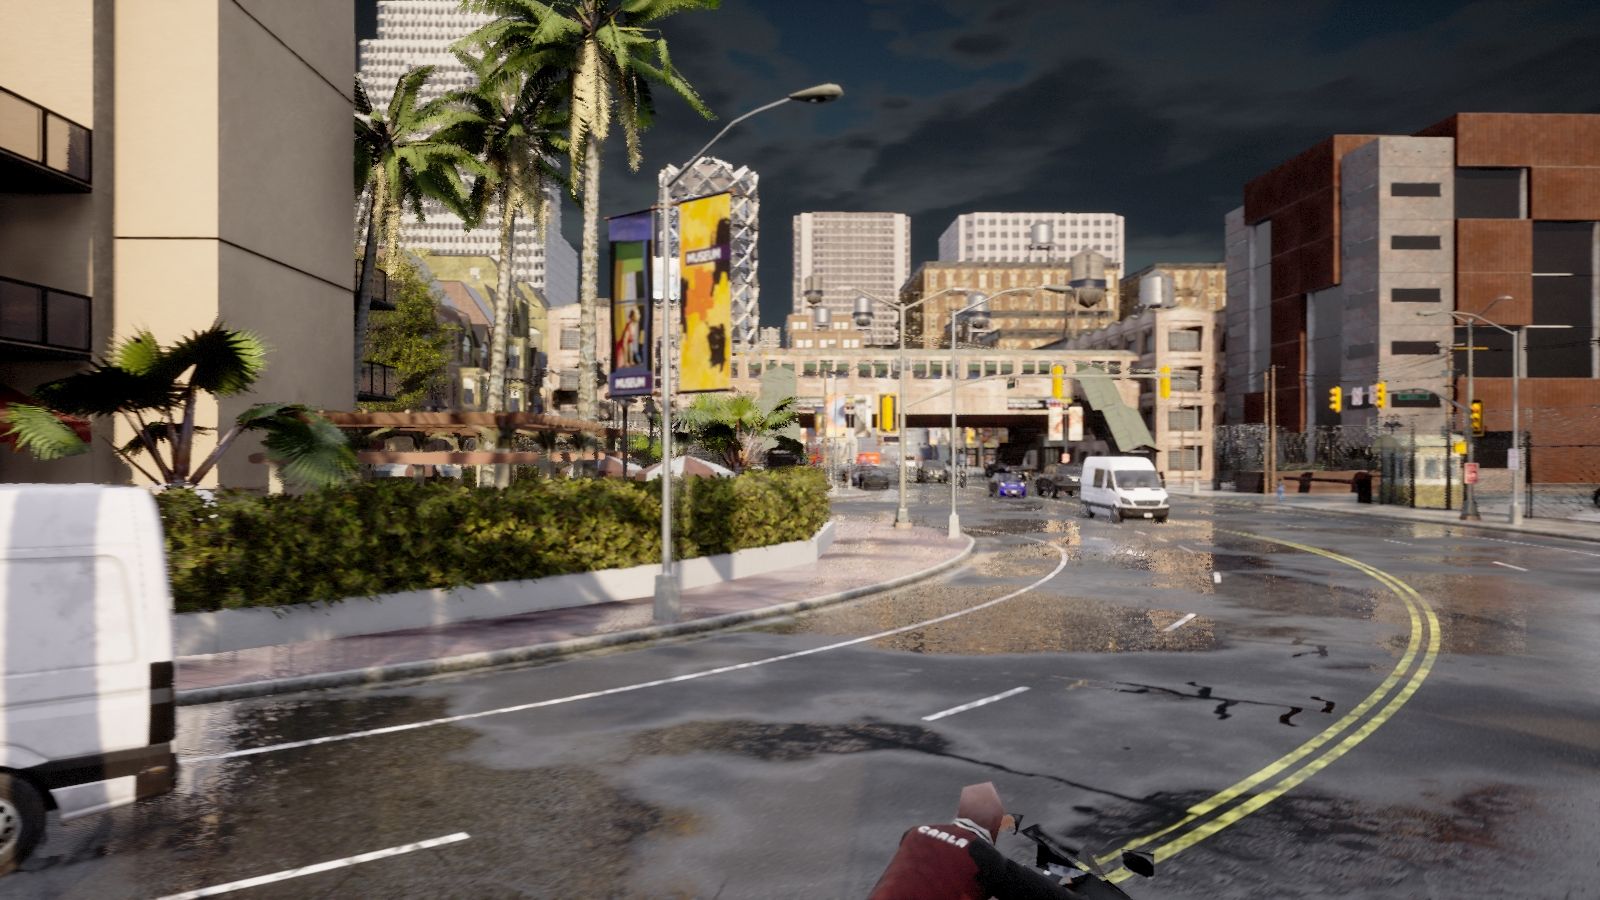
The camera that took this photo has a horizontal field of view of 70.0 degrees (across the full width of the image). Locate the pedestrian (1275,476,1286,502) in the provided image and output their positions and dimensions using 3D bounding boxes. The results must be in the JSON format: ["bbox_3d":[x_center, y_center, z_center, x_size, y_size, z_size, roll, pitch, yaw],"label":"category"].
[{"bbox_3d":[24.746,2.003,58.806,0.375,1.300,0.375,0,0,-5],"label":"pedestrian"}]

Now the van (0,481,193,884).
[{"bbox_3d":[-7.281,1.542,7.162,5.915,2.561,1.988,0,0,-36],"label":"van"}]

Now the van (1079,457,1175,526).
[{"bbox_3d":[12.915,1.558,45.554,1.988,2.561,5.915,0,0,-2],"label":"van"}]

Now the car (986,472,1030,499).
[{"bbox_3d":[12.250,2.076,67.471,1.845,1.501,3.633,0,0,-2],"label":"car"}]

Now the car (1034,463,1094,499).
[{"bbox_3d":[15.721,1.816,68.441,2.150,2.045,5.566,0,0,-2],"label":"car"}]

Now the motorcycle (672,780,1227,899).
[{"bbox_3d":[0.676,2.208,4.443,2.209,1.251,0.867,0,-1,-40],"label":"motorcycle"}]
